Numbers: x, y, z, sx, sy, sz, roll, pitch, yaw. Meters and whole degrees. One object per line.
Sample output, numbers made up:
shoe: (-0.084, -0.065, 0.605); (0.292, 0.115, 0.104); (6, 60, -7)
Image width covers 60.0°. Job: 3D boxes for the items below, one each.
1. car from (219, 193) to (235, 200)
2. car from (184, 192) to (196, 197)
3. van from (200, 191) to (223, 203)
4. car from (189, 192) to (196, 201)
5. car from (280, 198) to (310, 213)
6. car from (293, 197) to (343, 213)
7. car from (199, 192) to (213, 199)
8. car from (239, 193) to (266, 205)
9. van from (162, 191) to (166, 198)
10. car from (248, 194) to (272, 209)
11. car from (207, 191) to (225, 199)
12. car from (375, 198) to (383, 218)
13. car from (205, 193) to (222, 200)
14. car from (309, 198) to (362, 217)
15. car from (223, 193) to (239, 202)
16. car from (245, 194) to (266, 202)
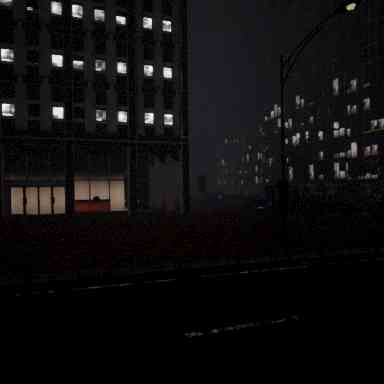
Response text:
car: (7.263, 0.954, 69.615); (1.802, 1.307, 4.206); (0, 1, -20)
car: (-0.489, 0.710, 90.985); (2.008, 1.369, 4.403); (0, 1, -20)
van: (3.261, 0.952, 56.070); (1.690, 1.788, 3.998); (0, 1, -20)
car: (-0.615, 1.056, 66.758); (2.008, 1.369, 4.403); (0, 1, -20)
car: (10.908, 1.399, 34.665); (1.802, 1.307, 4.206); (0, 1, -20)
car: (13.392, 1.320, 35.727); (2.033, 1.411, 5.357); (-1, 1, -20)
car: (3.386, 0.706, 80.299); (1.967, 1.590, 4.097); (0, 1, -20)
car: (9.183, 1.210, 47.353); (2.033, 1.411, 5.357); (-1, 1, -20)
van: (-6.430, 0.687, 82.785); (1.690, 1.788, 3.998); (0, 1, -20)
car: (9.025, 1.331, 40.027); (1.947, 1.339, 4.313); (0, 1, -20)
car: (5.324, 0.634, 74.955); (2.192, 1.841, 5.009); (0, 1, -20)
car: (16.907, 1.216, 26.077); (2.097, 1.767, 4.553); (-1, 1, -21)
car: (4.502, 0.930, 69.608); (1.812, 1.442, 4.674); (-1, 1, -20)
car: (12.829, 1.434, 29.314); (1.947, 1.339, 4.313); (0, 1, -20)
car: (7.924, 1.023, 60.174); (1.812, 1.442, 4.674); (-1, 1, -20)
car: (11.139, 1.059, 58.928); (1.802, 1.307, 4.206); (0, 1, -20)
